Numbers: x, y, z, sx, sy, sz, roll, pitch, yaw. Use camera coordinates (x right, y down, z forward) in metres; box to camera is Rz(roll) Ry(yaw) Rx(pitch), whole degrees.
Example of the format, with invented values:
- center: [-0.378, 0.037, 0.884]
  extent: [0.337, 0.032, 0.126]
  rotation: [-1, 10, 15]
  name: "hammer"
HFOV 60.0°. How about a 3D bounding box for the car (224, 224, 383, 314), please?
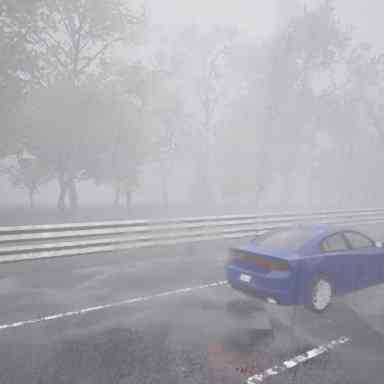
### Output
- center: [3.034, 1.480, 7.703]
  extent: [5.008, 1.535, 1.882]
  rotation: [0, 0, -35]
  name: "car"
